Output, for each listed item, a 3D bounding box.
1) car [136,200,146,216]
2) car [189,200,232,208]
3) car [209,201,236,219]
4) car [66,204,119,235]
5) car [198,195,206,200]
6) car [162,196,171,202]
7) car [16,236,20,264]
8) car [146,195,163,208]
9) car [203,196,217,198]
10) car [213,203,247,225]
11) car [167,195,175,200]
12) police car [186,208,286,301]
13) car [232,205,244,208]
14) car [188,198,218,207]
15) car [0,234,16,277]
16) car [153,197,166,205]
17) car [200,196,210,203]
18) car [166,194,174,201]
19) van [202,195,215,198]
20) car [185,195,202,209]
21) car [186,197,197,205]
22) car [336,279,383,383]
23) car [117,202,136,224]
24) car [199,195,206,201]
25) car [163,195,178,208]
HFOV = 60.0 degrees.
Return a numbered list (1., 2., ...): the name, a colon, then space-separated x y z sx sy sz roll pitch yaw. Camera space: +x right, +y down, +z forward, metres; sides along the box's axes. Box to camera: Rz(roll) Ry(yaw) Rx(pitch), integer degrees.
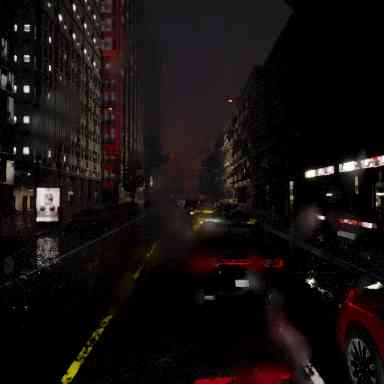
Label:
1. car: -5.689 1.561 30.160 1.947 1.339 4.313 1 0 0
2. car: 0.894 1.455 18.602 1.801 1.575 5.366 0 0 0
3. car: 2.692 1.546 30.128 2.008 1.369 4.403 1 0 0
4. car: -5.687 1.582 18.846 1.802 1.307 4.206 1 0 0
5. car: 2.676 1.488 92.352 2.008 1.369 4.403 1 0 0
6. car: -5.701 1.541 75.414 1.802 1.307 4.206 1 0 0
7. car: -5.683 1.546 7.533 1.887 1.381 4.507 1 0 0
8. car: -5.692 1.425 47.132 1.967 1.590 4.097 1 0 0
9. car: 2.688 1.554 41.442 1.947 1.339 4.313 1 0 0
10. car: 2.693 1.564 24.471 1.947 1.339 4.313 1 0 0
11. car: -5.704 1.503 92.385 1.947 1.339 4.313 1 0 0
12. police car: 0.897 1.426 8.521 1.930 1.638 5.238 0 0 0
13. car: 2.695 1.525 18.985 1.752 1.417 4.829 1 0 0
14. car: 0.809 1.454 24.600 1.801 1.575 5.366 0 0 0
15. car: -3.102 1.220 1.012 2.150 2.045 5.566 0 0 0
16. car: -5.696 1.558 58.445 1.802 1.307 4.206 1 0 0
17. car: 2.681 1.547 69.725 1.802 1.307 4.206 1 0 0
18. car: -5.701 1.385 86.729 1.967 1.590 4.097 1 0 0
19. van: 2.690 1.326 47.099 1.690 1.788 3.998 1 0 0
20. car: -0.006 1.463 45.875 1.882 1.535 5.008 0 0 0
21. car: -0.017 1.576 60.036 1.895 1.301 4.718 0 0 0
22. car: 2.702 1.316 1.845 2.192 1.841 5.009 1 0 0
23. car: -5.687 1.543 24.503 1.887 1.381 4.507 1 0 0
24. car: 2.677 1.527 86.695 1.802 1.307 4.206 1 0 0
25. car: -3.012 1.509 48.919 1.812 1.442 4.674 0 0 0
